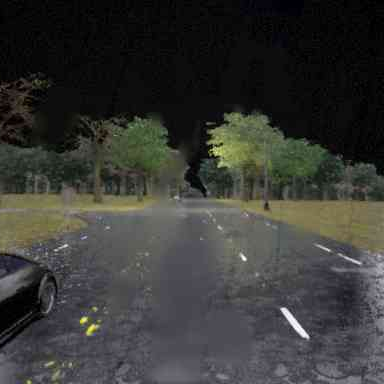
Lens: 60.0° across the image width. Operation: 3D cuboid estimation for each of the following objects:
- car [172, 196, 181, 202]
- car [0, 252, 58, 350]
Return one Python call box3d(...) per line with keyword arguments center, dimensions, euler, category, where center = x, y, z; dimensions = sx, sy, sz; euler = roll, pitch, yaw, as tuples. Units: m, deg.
box3d(center=(-3.570, 1.588, 75.733), dimensions=(1.812, 1.442, 4.674), euler=(0, 0, 0), category="car")
box3d(center=(-3.500, 1.560, 4.543), dimensions=(1.994, 1.385, 4.181), euler=(0, 0, 0), category="car")
